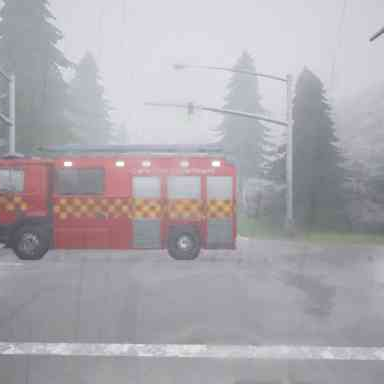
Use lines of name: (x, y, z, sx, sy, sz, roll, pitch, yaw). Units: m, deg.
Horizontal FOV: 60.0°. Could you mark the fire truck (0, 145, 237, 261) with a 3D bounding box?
fire truck: (-2.670, 0.333, 12.064, 8.468, 3.827, 2.891, 0, 0, 0)
